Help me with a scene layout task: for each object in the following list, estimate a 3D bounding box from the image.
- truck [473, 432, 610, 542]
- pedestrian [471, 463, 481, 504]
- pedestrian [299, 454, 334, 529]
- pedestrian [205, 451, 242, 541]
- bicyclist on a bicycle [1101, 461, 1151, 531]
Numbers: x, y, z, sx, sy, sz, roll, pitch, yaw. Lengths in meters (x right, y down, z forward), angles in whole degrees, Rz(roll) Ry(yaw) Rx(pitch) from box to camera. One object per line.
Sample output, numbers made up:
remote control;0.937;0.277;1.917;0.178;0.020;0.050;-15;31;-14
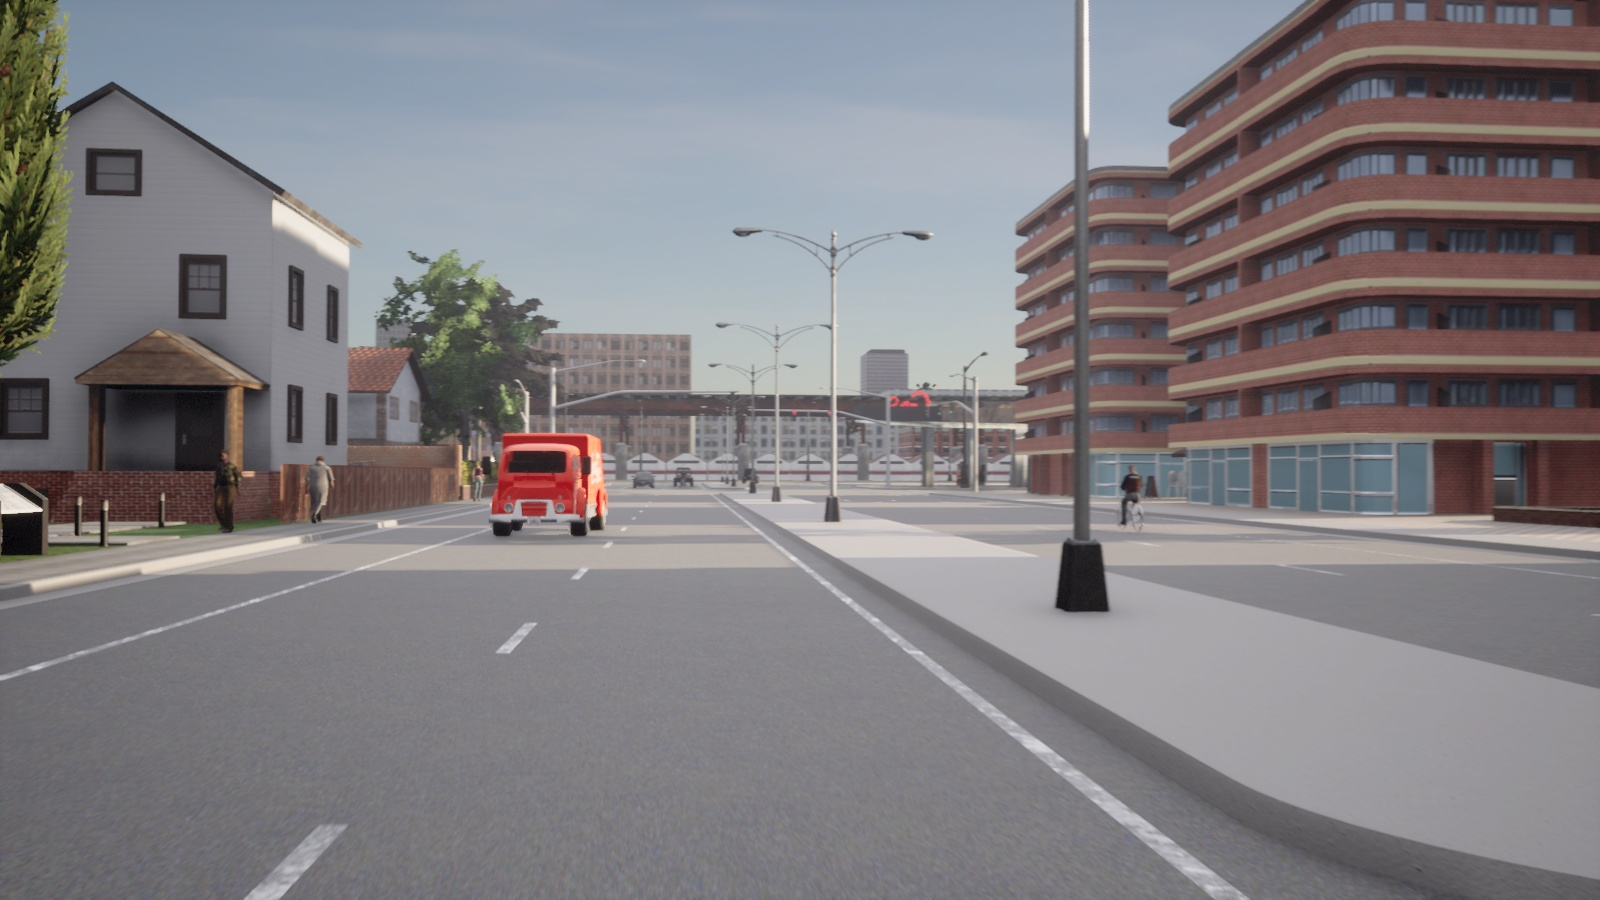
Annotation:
truck;-6.247;0.880;31.032;2.627;2.467;5.204;0;-1;-4
pedestrian;-14.647;1.498;56.851;0.345;1.836;0.594;0;-1;-5
pedestrian;-12.884;1.098;33.488;0.659;1.952;0.873;0;-1;-4
pedestrian;-12.591;0.995;27.429;0.395;1.930;0.692;0;-1;11
bicyclist on a bicycle;8.601;1.197;33.210;0.659;1.776;1.843;0;-1;-6
